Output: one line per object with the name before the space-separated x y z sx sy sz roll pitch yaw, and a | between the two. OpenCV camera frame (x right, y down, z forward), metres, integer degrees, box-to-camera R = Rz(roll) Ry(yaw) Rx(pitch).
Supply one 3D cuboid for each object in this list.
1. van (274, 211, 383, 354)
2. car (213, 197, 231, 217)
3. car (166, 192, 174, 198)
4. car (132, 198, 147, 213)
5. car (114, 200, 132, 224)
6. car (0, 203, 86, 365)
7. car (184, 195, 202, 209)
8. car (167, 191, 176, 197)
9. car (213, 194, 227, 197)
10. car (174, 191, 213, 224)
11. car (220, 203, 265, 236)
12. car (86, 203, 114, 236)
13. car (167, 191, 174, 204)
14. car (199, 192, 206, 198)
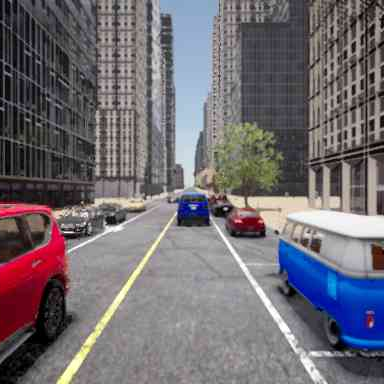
van | 2.691 1.302 5.886 1.690 1.788 3.998 0 0 0
car | 2.685 1.372 28.678 1.947 1.339 4.313 0 0 0
car | -5.838 0.820 89.386 1.752 1.417 4.829 0 1 0
car | -5.697 1.291 34.203 1.752 1.417 4.829 0 0 0
car | -5.694 1.412 22.978 1.947 1.339 4.313 0 0 0
car | -3.104 1.199 3.414 2.150 2.045 5.566 0 0 0
car | 0.089 1.201 41.566 2.128 1.511 4.902 0 1 0
car | -5.808 0.553 95.232 2.192 1.841 5.009 0 1 0
car | 2.684 1.080 34.372 2.192 1.841 5.009 0 0 0
car | 0.094 1.067 23.371 2.150 2.045 5.566 0 1 0
car | 2.687 1.468 17.284 1.802 1.307 4.206 0 0 0
car | -5.693 1.436 17.282 2.008 1.369 4.403 0 0 0
car | -3.044 1.101 54.039 2.128 1.511 4.902 0 0 0
car | 2.802 0.734 89.556 1.967 1.590 4.097 0 1 0
